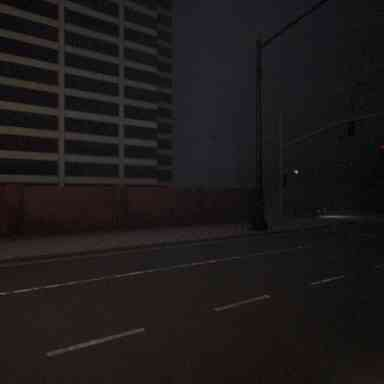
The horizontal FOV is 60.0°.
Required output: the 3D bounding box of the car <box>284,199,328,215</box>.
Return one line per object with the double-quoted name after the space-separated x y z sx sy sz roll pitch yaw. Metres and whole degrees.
11.197 1.504 33.477 1.837 1.490 4.892 0 0 -36 "car"
